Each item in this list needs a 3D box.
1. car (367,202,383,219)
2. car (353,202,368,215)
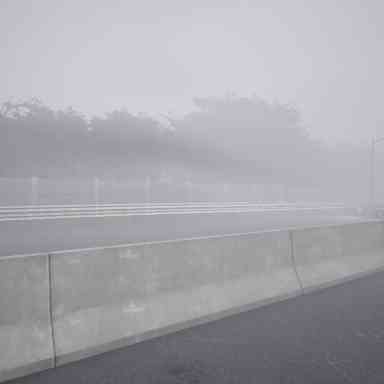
[{"bbox_3d":[18.649,1.753,30.920,4.892,1.490,1.837,1,0,-37],"label":"car"},{"bbox_3d":[19.187,1.776,35.735,4.902,1.511,2.128,1,0,-37],"label":"car"}]
